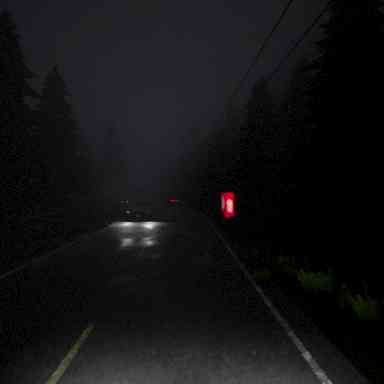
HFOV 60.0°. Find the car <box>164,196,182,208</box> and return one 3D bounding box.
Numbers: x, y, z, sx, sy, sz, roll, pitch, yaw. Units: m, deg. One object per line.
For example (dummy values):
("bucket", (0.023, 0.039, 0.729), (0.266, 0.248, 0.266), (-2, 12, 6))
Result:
("car", (-2.458, 1.210, 41.594), (2.128, 1.511, 4.902), (0, 0, -11))

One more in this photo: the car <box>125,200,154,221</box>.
("car", (-3.858, 1.356, 25.144), (1.812, 1.442, 4.674), (0, 0, -3))

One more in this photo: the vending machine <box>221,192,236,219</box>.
("vending machine", (2.876, 1.014, 26.179), (1.100, 2.100, 0.880), (0, 0, -3))

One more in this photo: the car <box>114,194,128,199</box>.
("car", (-13.884, 1.118, 65.105), (1.994, 1.385, 4.181), (0, 0, -26))
